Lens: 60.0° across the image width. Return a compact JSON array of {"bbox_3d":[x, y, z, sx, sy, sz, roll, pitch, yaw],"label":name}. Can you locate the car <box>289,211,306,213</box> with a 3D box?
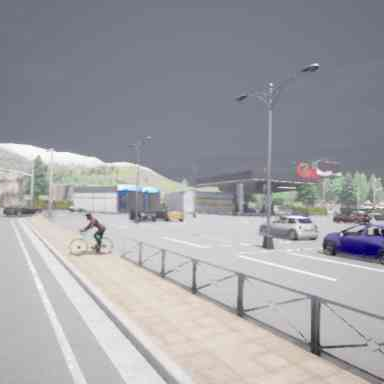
[{"bbox_3d":[11.308,2.886,37.116,1.845,1.501,3.633,3,-2,-29],"label":"car"}]

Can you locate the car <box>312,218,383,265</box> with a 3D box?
[{"bbox_3d":[7.196,2.045,13.758,1.845,1.501,3.633,3,-2,-29],"label":"car"}]

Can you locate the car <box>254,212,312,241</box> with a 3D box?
[{"bbox_3d":[6.186,2.294,21.687,1.970,1.475,3.806,3,-2,-29],"label":"car"}]

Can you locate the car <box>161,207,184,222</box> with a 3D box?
[{"bbox_3d":[-2.771,2.547,38.062,2.152,1.636,5.027,3,-2,-29],"label":"car"}]

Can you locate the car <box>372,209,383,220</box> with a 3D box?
[{"bbox_3d":[30.321,3.788,55.843,1.905,1.878,3.866,3,-2,-29],"label":"car"}]

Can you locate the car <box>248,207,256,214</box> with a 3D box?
[{"bbox_3d":[14.236,4.759,85.790,4.611,1.667,2.242,3,-2,-29],"label":"car"}]

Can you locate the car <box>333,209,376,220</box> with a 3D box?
[{"bbox_3d":[20.054,3.264,41.936,2.007,1.523,4.514,3,-2,-29],"label":"car"}]

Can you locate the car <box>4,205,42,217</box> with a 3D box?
[{"bbox_3d":[-21.123,2.333,41.753,2.128,1.511,4.902,0,-2,19],"label":"car"}]

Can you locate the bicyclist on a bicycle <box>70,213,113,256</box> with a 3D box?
[{"bbox_3d":[-3.831,1.640,12.783,1.656,1.620,0.582,2,-2,-30],"label":"bicyclist on a bicycle"}]

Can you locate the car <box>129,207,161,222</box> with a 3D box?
[{"bbox_3d":[-5.484,2.429,36.492,2.007,1.523,4.514,3,-2,-29],"label":"car"}]
